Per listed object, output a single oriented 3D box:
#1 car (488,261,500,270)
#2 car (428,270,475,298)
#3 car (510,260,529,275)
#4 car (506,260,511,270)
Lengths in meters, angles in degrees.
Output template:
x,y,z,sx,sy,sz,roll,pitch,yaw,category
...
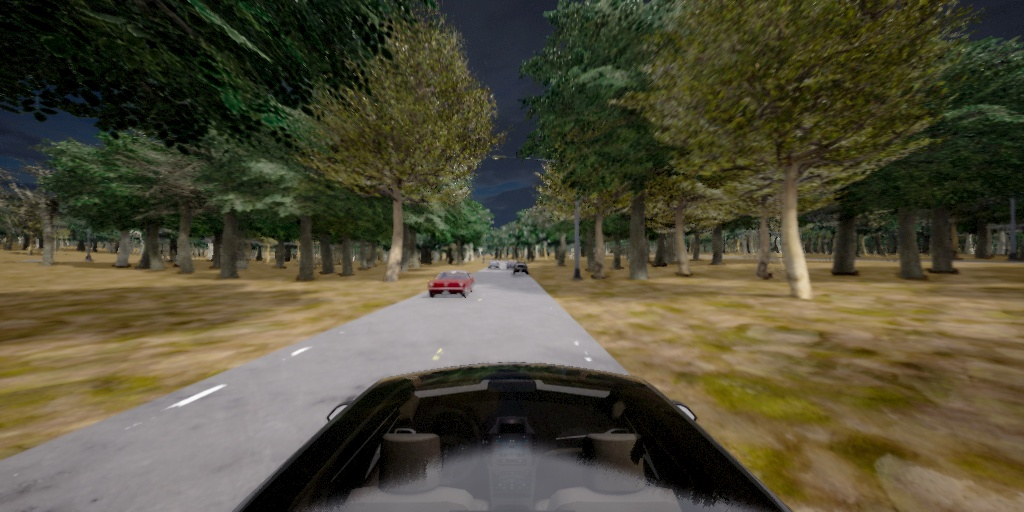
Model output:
x,y,z,sx,sy,sz,roll,pitch,yaw,category
-3.064,1.571,60.616,1.812,1.442,4.674,0,0,1,car
-3.108,1.434,19.090,1.895,1.301,4.718,0,0,0,car
1.018,1.478,43.629,1.837,1.490,4.892,0,0,0,car
-0.039,1.640,61.374,1.895,1.301,4.718,0,0,0,car
